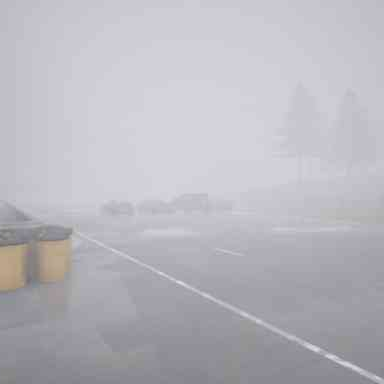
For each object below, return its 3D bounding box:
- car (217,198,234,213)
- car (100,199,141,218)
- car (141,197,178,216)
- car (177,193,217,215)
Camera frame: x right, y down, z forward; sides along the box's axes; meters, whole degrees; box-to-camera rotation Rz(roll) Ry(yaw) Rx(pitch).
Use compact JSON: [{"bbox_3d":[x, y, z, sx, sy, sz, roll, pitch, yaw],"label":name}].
[{"bbox_3d":[2.358,1.366,34.533,2.128,1.511,4.902,0,0,-31],"label":"car"},{"bbox_3d":[-6.650,1.398,29.138,2.128,1.511,4.902,0,0,-31],"label":"car"},{"bbox_3d":[-3.649,1.388,30.939,2.128,1.511,4.902,0,0,-31],"label":"car"},{"bbox_3d":[-0.302,1.108,32.163,2.150,2.045,5.566,0,0,-31],"label":"car"}]
